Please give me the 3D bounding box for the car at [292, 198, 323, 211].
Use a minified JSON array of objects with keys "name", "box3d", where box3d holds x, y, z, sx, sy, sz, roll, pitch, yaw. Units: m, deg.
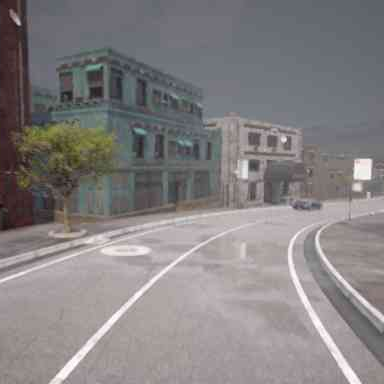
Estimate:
[{"name":"car","box3d":[13.482,1.383,38.533,2.033,1.411,5.357,5,3,41]}]
